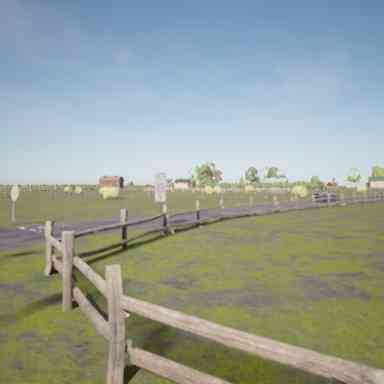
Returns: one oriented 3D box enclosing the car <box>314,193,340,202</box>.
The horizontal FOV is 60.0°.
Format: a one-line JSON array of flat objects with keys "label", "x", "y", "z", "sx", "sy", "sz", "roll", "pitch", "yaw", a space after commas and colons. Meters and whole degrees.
[{"label": "car", "x": 18.983, "y": 0.732, "z": 46.978, "sx": 4.718, "sy": 1.301, "sz": 1.895, "roll": -1, "pitch": 1, "yaw": -43}]
